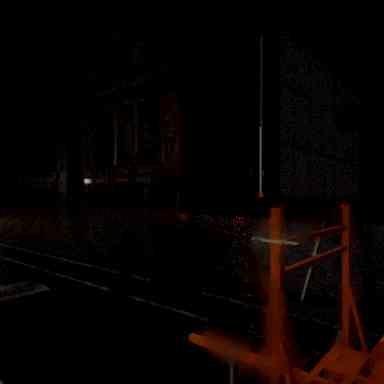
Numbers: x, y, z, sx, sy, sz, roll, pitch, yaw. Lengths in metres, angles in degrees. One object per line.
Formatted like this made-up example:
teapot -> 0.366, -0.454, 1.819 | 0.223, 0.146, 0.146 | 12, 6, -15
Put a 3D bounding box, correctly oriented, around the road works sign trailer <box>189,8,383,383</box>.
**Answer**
road works sign trailer -> 1.092, 0.510, 3.266 | 2.880, 3.560, 2.380 | 0, -1, 40
